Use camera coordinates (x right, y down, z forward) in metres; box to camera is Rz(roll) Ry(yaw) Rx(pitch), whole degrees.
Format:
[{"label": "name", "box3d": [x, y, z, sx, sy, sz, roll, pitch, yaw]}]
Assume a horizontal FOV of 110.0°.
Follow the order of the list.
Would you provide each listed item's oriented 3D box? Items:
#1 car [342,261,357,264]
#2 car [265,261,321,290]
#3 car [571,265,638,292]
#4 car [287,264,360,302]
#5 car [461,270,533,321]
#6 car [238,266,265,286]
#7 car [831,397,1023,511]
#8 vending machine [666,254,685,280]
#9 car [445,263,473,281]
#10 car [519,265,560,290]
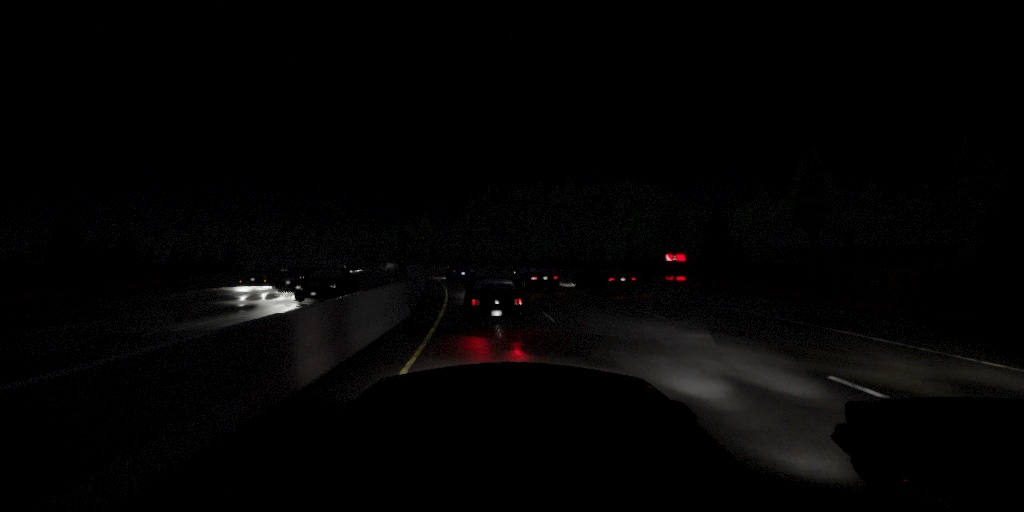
[{"label": "car", "box3d": [-24.939, 1.443, 55.169, 2.033, 1.411, 5.357, -1, 0, -35]}, {"label": "car", "box3d": [-13.624, 1.283, 23.180, 2.128, 1.511, 4.902, 0, 0, -15]}, {"label": "car", "box3d": [5.132, 1.228, 20.570, 2.033, 1.411, 5.357, 0, 0, -11]}, {"label": "car", "box3d": [-8.708, 1.289, 17.229, 1.812, 1.442, 4.674, 0, 0, -11]}, {"label": "car", "box3d": [-0.680, 1.329, 12.353, 1.895, 1.301, 4.718, 0, 0, -6]}, {"label": "car", "box3d": [-18.082, 1.387, 26.065, 1.994, 1.385, 4.181, 0, 0, -18]}, {"label": "car", "box3d": [3.489, 1.340, 0.704, 1.895, 1.301, 4.718, 0, 0, 1]}, {"label": "vending machine", "box3d": [12.002, 0.824, 26.353, 1.100, 2.100, 0.880, 0, 0, -13]}, {"label": "car", "box3d": [-4.313, 1.289, 29.434, 1.994, 1.385, 4.181, 0, 0, -16]}, {"label": "car", "box3d": [1.297, 1.247, 21.954, 2.033, 1.411, 5.357, 0, 0, -12]}]
